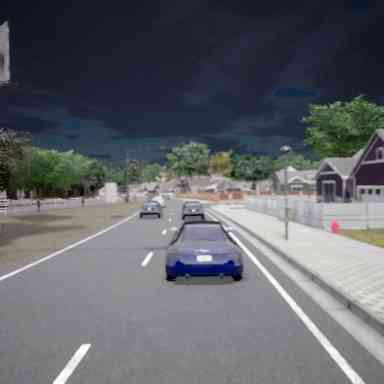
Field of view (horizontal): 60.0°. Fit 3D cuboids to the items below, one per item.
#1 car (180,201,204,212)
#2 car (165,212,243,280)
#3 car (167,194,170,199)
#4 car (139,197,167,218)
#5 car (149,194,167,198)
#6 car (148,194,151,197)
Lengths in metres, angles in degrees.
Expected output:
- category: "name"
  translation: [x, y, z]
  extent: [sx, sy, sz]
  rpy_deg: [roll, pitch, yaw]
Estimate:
- category: "car"
  translation: [0.033, 1.444, 27.685]
  extent: [2.033, 1.411, 5.357]
  rpy_deg: [-1, 0, -2]
- category: "car"
  translation: [0.309, 1.527, 9.841]
  extent: [1.994, 1.385, 4.181]
  rpy_deg: [-1, 0, 0]
- category: "car"
  translation: [-6.641, 1.184, 84.578]
  extent: [2.033, 1.411, 5.357]
  rpy_deg: [-1, 0, -12]
- category: "car"
  translation: [-3.578, 1.477, 29.568]
  extent: [2.033, 1.411, 5.357]
  rpy_deg: [-1, 0, -3]
- category: "car"
  translation: [-4.644, 1.391, 45.695]
  extent: [1.812, 1.442, 4.674]
  rpy_deg: [-1, 0, -5]
- category: "car"
  translation: [-10.078, 1.219, 83.910]
  extent: [2.128, 1.511, 4.902]
  rpy_deg: [-1, 0, -12]
